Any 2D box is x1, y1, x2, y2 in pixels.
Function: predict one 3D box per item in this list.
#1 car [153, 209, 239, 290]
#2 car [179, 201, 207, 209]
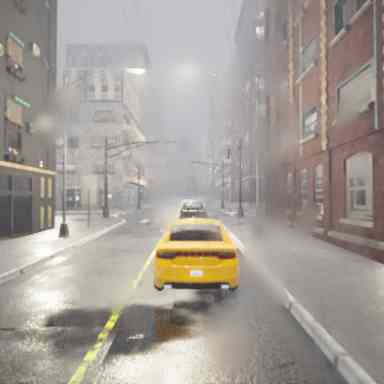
[{"bbox_3d":[0.093,1.450,9.056,1.882,1.535,5.008,0,0,0],"label":"car"},{"bbox_3d":[0.085,1.429,24.151,2.128,1.511,4.902,0,0,0],"label":"car"}]
